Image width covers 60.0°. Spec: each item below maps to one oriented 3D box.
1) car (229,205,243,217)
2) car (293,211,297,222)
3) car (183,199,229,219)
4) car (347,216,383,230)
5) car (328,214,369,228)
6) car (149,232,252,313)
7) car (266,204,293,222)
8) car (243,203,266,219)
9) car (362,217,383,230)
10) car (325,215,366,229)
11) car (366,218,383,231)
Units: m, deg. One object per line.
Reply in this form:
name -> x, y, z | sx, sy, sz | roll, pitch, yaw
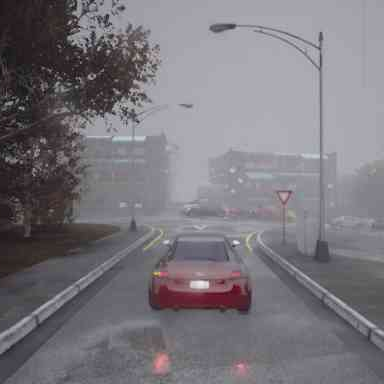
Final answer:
car -> 3.846, 2.202, 42.415 | 2.185, 1.767, 4.553 | 4, -3, -32
car -> 12.610, 3.134, 44.366 | 1.946, 1.575, 5.366 | 6, -3, -31
car -> 1.324, 1.951, 36.625 | 4.553, 1.767, 2.097 | 2, -1, -10
car -> 24.510, 4.304, 46.519 | 2.002, 1.452, 4.674 | 7, -3, -31
car -> 21.551, 4.022, 45.940 | 2.002, 1.452, 4.674 | 6, -3, -31
car -> 0.213, 1.642, 7.891 | 1.994, 1.385, 4.181 | 0, -1, 2
car -> 9.792, 2.606, 43.601 | 2.435, 2.045, 5.566 | 7, -3, -32
car -> 6.807, 2.446, 42.978 | 2.185, 1.767, 4.553 | 6, -3, -32
car -> 27.378, 4.542, 47.236 | 1.946, 1.575, 5.366 | 6, -3, -31
car -> 18.410, 3.548, 39.992 | 4.674, 1.442, 1.812 | 5, -2, -11
car -> 22.392, 3.763, 36.742 | 4.902, 1.511, 2.128 | 6, -2, -12
